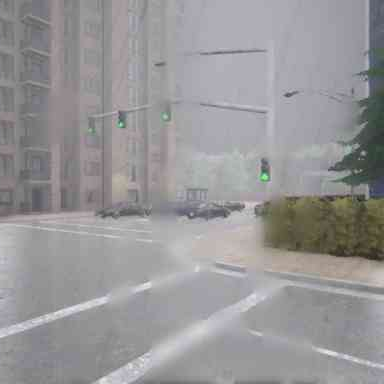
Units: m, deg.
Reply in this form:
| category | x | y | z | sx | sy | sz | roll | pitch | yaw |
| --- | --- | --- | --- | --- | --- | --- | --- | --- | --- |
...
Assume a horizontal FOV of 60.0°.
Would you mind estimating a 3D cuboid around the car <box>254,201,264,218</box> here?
| category | x | y | z | sx | sy | sz | roll | pitch | yaw |
| --- | --- | --- | --- | --- | --- | --- | --- | --- | --- |
| car | 7.191 | 1.491 | 29.295 | 2.128 | 1.511 | 4.902 | 0 | 0 | 36 |

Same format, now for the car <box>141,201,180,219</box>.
| category | x | y | z | sx | sy | sz | roll | pitch | yaw |
| --- | --- | --- | --- | --- | --- | --- | --- | --- | --- |
| car | -1.624 | 1.547 | 29.414 | 2.033 | 1.411 | 5.357 | 0 | 0 | 36 |

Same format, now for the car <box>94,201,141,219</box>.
| category | x | y | z | sx | sy | sz | roll | pitch | yaw |
| --- | --- | --- | --- | --- | --- | --- | --- | --- | --- |
| car | -5.960 | 1.547 | 29.407 | 2.033 | 1.411 | 5.357 | 0 | 0 | 36 |

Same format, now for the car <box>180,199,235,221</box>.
| category | x | y | z | sx | sy | sz | roll | pitch | yaw |
| --- | --- | --- | --- | --- | --- | --- | --- | --- | --- |
| car | 1.349 | 1.526 | 27.236 | 1.812 | 1.442 | 4.674 | 0 | 0 | 36 |

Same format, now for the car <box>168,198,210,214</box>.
| category | x | y | z | sx | sy | sz | roll | pitch | yaw |
| --- | --- | --- | --- | --- | --- | --- | --- | --- | --- |
| car | -0.270 | 1.492 | 37.206 | 2.128 | 1.511 | 4.902 | 0 | 0 | 36 |

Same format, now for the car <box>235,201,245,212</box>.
| category | x | y | z | sx | sy | sz | roll | pitch | yaw |
| --- | --- | --- | --- | --- | --- | --- | --- | --- | --- |
| car | 4.029 | 1.601 | 37.158 | 1.895 | 1.301 | 4.718 | 0 | 0 | 36 |
